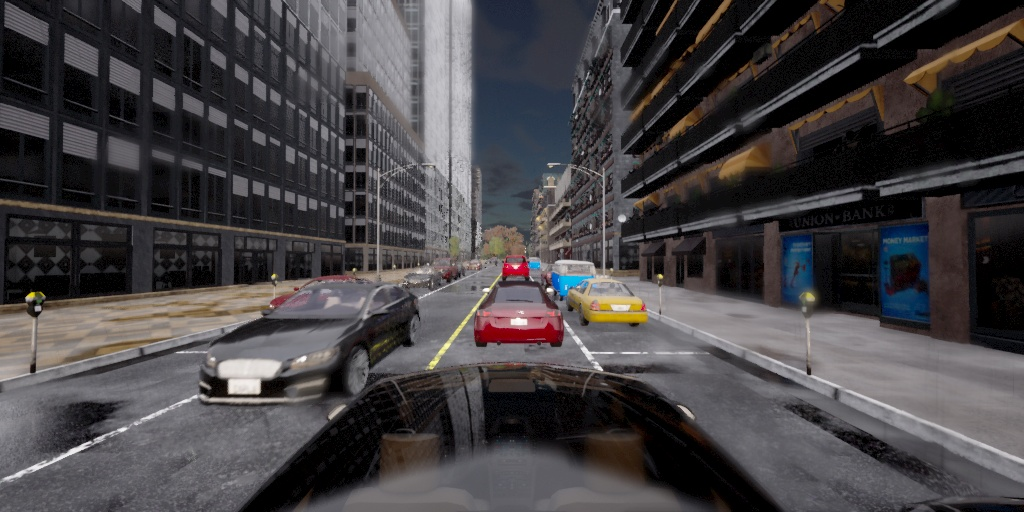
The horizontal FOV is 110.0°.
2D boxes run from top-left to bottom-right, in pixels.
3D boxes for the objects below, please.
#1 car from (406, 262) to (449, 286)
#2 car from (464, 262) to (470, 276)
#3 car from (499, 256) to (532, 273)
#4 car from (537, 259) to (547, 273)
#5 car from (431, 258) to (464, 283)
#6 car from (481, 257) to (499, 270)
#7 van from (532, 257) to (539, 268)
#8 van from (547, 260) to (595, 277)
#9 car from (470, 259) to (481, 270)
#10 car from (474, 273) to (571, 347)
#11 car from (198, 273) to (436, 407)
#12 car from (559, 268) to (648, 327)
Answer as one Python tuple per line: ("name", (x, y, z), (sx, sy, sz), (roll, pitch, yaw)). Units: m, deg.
("car", (-5.527, 1.306, 22.625), (2.007, 1.370, 4.403), (0, 0, 0))
("car", (-5.438, 1.325, 33.939), (1.948, 1.339, 4.313), (0, 0, 0))
("car", (0.318, 0.980, 30.070), (2.150, 2.045, 5.566), (0, 0, 1))
("car", (2.853, 1.196, 22.566), (1.967, 1.591, 4.097), (0, 0, 0))
("car", (-5.483, 1.072, 28.282), (2.192, 1.841, 5.009), (0, 0, 0))
("car", (-2.645, 0.879, 47.179), (1.837, 1.490, 4.892), (0, 0, 0))
("van", (3.076, 1.106, 50.852), (1.690, 1.789, 3.998), (0, 0, 0))
("van", (2.809, 1.095, 16.909), (1.690, 1.789, 3.998), (0, 0, 0))
("car", (-5.305, 1.205, 50.911), (1.967, 1.591, 4.097), (0, 0, 0))
("car", (0.157, 1.316, 9.319), (1.994, 1.385, 4.181), (0, 0, 0))
("car", (-3.065, 1.243, 6.585), (2.128, 1.511, 4.902), (0, 0, 0))
("car", (2.766, 1.278, 11.422), (1.751, 1.417, 4.829), (0, 0, 0))
